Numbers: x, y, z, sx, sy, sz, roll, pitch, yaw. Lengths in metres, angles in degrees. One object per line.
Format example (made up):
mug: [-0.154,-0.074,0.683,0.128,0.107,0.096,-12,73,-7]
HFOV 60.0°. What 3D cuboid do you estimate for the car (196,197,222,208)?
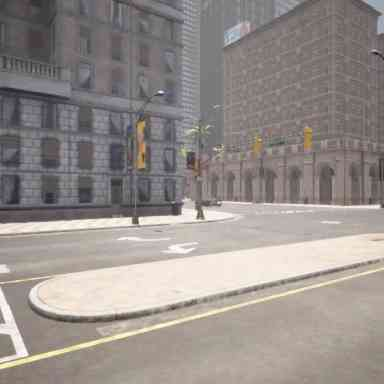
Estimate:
car: [2.553,1.492,49.721,2.128,1.511,4.902,0,0,-34]
